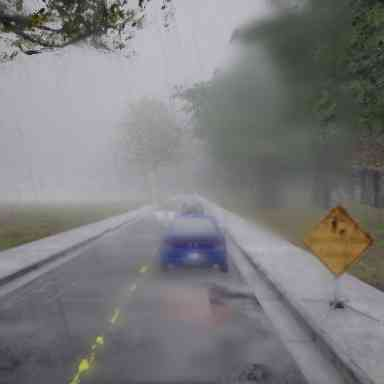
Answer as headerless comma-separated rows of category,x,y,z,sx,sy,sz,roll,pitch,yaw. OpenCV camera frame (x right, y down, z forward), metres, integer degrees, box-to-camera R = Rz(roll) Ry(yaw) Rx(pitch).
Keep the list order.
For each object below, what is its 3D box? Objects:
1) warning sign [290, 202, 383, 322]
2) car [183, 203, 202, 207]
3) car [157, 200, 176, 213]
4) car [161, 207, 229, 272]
warning sign,2.520,1.129,5.800,1.300,1.860,1.060,0,0,0
car,0.101,1.653,29.759,1.895,1.301,4.718,0,0,0
car,-2.834,1.628,38.256,1.994,1.385,4.181,0,0,0
car,0.083,1.502,10.964,1.882,1.535,5.008,0,0,0
